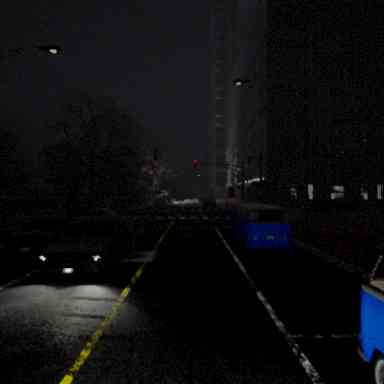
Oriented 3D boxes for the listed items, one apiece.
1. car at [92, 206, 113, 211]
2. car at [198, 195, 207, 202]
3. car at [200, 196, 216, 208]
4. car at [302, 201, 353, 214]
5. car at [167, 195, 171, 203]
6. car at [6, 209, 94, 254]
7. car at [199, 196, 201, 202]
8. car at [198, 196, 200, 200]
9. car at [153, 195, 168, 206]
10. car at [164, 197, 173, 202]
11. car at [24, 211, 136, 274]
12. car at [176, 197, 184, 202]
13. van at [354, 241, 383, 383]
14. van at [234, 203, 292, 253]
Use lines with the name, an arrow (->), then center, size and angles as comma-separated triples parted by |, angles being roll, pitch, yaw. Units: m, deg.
car -> -5.815, 1.589, 20.869 | 1.752, 1.417, 4.829 | 0, 0, 0
car -> 2.703, 1.678, 85.847 | 1.967, 1.590, 4.097 | 0, 0, 0
car -> 2.699, 1.591, 51.761 | 1.967, 1.590, 4.097 | 0, 0, 0
car -> 14.152, 1.581, 34.719 | 4.718, 1.301, 1.895 | 0, 0, 1
car -> -5.682, 1.734, 63.122 | 2.008, 1.369, 4.403 | 0, 0, 0
car -> -5.767, 1.609, 13.634 | 1.947, 1.339, 4.313 | 0, 0, 0
car -> 2.699, 1.733, 57.441 | 1.947, 1.339, 4.313 | 0, 0, 0
car -> 2.701, 1.792, 80.165 | 1.947, 1.339, 4.313 | 0, 0, 0
car -> -5.682, 1.712, 57.439 | 1.887, 1.381, 4.507 | 0, 0, 0
car -> -5.680, 1.808, 80.170 | 1.802, 1.307, 4.206 | 0, 0, 0
car -> -3.094, 1.583, 10.958 | 2.033, 1.411, 5.357 | 0, 0, 0
car -> -2.992, 1.759, 81.690 | 1.895, 1.301, 4.718 | 0, 0, 0
van -> 2.694, 1.350, 2.239 | 1.690, 1.788, 3.998 | 0, 0, 0
van -> 2.776, 1.385, 13.636 | 1.690, 1.788, 3.998 | 0, 0, 0
